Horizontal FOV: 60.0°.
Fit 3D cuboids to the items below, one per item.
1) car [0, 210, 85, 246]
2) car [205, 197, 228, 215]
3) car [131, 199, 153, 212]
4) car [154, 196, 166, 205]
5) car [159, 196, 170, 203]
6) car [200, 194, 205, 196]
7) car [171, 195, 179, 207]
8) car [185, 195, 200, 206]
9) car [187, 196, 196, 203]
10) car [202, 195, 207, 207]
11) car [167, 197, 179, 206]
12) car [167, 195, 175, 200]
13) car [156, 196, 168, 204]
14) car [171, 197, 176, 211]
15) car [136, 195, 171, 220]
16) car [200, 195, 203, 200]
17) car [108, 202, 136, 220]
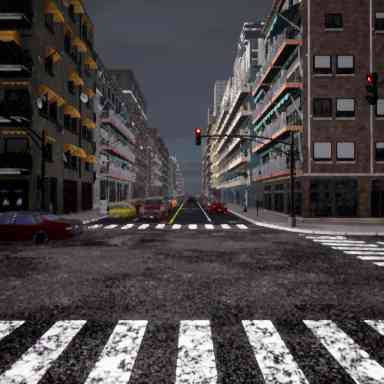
[{"bbox_3d":[-7.608,1.526,14.698,5.357,1.411,2.033,1,0,-1],"label":"car"},{"bbox_3d":[2.588,1.553,33.538,1.887,1.381,4.507,1,0,0],"label":"car"},{"bbox_3d":[-5.811,1.554,39.048,1.887,1.381,4.507,1,0,0],"label":"car"},{"bbox_3d":[-5.883,1.543,60.972,1.752,1.417,4.829,1,0,0],"label":"car"},{"bbox_3d":[-5.920,1.568,72.189,1.887,1.381,4.507,1,0,0],"label":"car"},{"bbox_3d":[2.732,1.380,81.851,2.097,1.767,4.553,0,0,0],"label":"car"},{"bbox_3d":[-3.246,1.365,47.366,2.097,1.767,4.553,0,0,0],"label":"car"},{"bbox_3d":[-0.083,1.520,55.971,1.837,1.490,4.892,0,0,0],"label":"car"},{"bbox_3d":[-0.151,1.623,70.025,1.895,1.301,4.718,0,0,0],"label":"car"},{"bbox_3d":[2.571,1.450,39.062,1.967,1.590,4.097,1,0,0],"label":"car"},{"bbox_3d":[-3.249,1.617,57.224,1.895,1.301,4.718,0,0,0],"label":"car"},{"bbox_3d":[-5.992,1.587,94.282,2.008,1.369,4.403,1,0,0],"label":"car"},{"bbox_3d":[-5.902,1.572,66.665,2.008,1.369,4.403,1,0,0],"label":"car"},{"bbox_3d":[-3.224,1.557,37.576,2.033,1.411,5.357,0,0,0],"label":"car"},{"bbox_3d":[-3.166,1.359,28.084,2.097,1.767,4.553,0,0,-1],"label":"car"},{"bbox_3d":[2.533,1.596,50.108,1.802,1.307,4.206,1,0,0],"label":"car"},{"bbox_3d":[-5.773,1.532,27.831,1.752,1.417,4.829,1,0,0],"label":"car"}]
